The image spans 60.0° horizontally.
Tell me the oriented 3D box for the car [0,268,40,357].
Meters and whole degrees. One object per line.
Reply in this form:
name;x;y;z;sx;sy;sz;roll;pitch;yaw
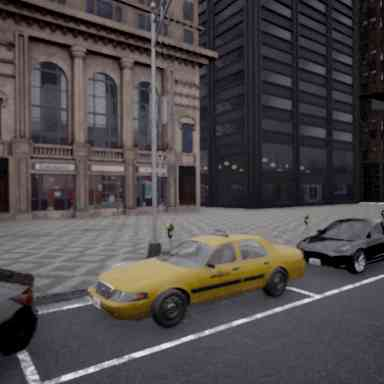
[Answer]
car;-4.072;1.575;3.747;4.313;1.339;1.947;0;0;-36

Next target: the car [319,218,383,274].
car;5.110;1.498;10.301;4.313;1.339;1.947;0;0;-36

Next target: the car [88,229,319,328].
car;0.380;1.497;6.925;4.829;1.417;1.752;0;0;-36
